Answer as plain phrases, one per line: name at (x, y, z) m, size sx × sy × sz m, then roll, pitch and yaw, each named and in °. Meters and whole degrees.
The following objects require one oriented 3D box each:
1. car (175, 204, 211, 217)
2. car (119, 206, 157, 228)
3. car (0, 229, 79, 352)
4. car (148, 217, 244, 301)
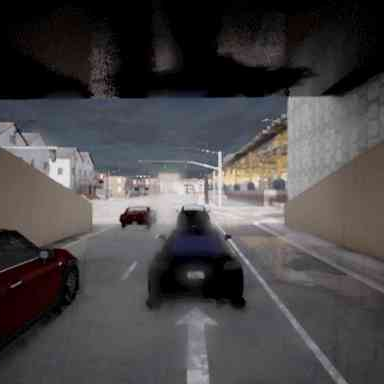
car at (0.080, 1.481, 19.711) m, size 1.837 × 1.490 × 4.892 m, roll 0°, pitch 1°, yaw 0°
car at (-3.435, 1.572, 22.105) m, size 1.895 × 1.301 × 4.718 m, roll 0°, pitch 0°, yaw 0°
car at (-3.422, 1.344, 5.151) m, size 2.097 × 1.767 × 4.553 m, roll 0°, pitch 0°, yaw 0°
car at (0.080, 1.553, 8.355) m, size 1.994 × 1.385 × 4.181 m, roll 0°, pitch 0°, yaw 0°
